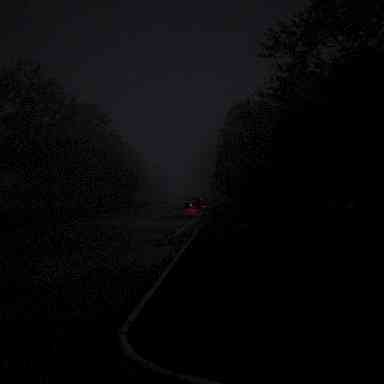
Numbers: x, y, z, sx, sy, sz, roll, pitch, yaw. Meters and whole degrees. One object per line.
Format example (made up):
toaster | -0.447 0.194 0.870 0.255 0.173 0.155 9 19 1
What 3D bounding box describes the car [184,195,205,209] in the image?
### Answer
car | 0.147 1.286 42.167 1.837 1.490 4.892 0 0 7
